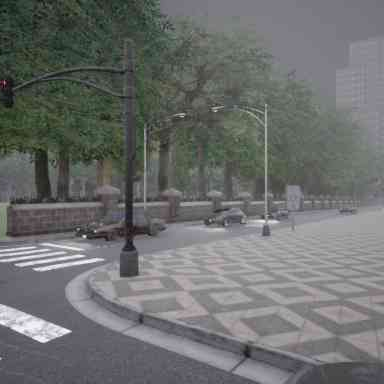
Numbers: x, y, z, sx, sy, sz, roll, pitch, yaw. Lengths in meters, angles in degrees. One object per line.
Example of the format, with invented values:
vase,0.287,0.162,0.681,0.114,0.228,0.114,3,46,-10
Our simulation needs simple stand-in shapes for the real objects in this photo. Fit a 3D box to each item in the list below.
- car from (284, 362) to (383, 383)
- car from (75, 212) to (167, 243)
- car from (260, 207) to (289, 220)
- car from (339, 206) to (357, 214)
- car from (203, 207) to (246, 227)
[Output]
car,2.349,1.551,1.283,4.403,1.369,2.008,0,0,36
car,-3.655,1.841,18.355,2.033,1.411,5.357,0,-1,37
car,8.990,2.309,36.121,1.994,1.385,4.181,0,-1,35
car,25.192,2.844,53.472,1.895,1.301,4.718,0,-1,36
car,2.792,2.027,27.389,1.837,1.490,4.892,0,-2,35
